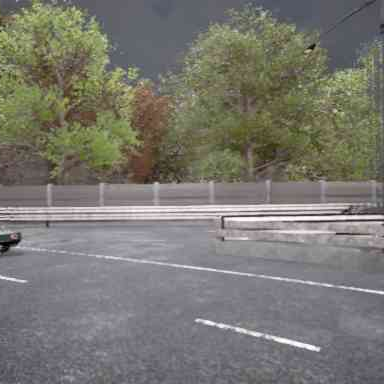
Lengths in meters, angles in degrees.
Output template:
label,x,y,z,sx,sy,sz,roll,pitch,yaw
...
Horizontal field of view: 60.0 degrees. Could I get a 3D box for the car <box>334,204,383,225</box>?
label,x,y,z,sx,sy,sz,roll,pitch,yaw
car,9.438,1.466,18.324,4.892,1.490,1.837,-1,0,-4

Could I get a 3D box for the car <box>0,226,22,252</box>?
label,x,y,z,sx,sy,sz,roll,pitch,yaw
car,-9.088,1.779,13.213,4.718,1.301,1.895,-1,0,27
